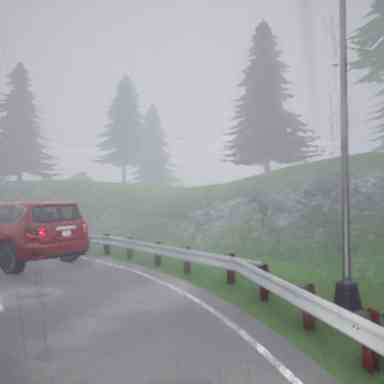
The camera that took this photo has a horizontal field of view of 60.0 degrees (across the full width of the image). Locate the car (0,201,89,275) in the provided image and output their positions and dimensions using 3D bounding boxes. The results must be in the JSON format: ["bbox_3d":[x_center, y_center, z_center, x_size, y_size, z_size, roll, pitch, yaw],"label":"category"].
[{"bbox_3d":[-5.821,1.311,10.985,5.566,2.045,2.150,-1,-1,33],"label":"car"}]
